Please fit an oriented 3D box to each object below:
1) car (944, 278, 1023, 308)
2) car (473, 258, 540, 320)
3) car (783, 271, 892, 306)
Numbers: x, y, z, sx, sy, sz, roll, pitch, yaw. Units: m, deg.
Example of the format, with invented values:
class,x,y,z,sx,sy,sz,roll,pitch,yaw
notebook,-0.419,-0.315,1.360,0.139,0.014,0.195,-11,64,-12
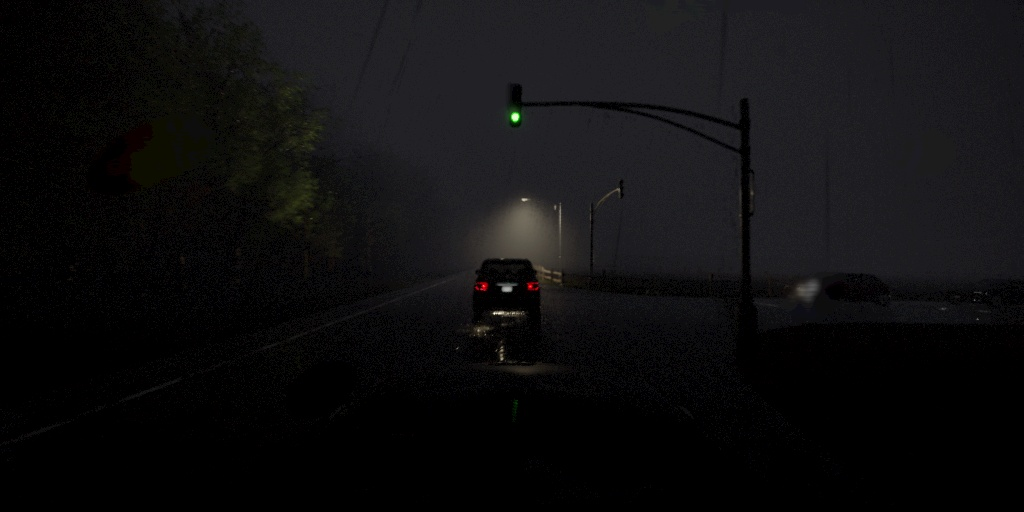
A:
class,x,y,z,sx,sy,sz,roll,pitch,yaw
car,26.526,1.963,19.388,5.008,1.535,1.882,1,-2,-1
car,-0.212,1.104,13.374,2.150,2.045,5.566,0,0,-1
car,17.305,1.670,19.249,4.553,1.767,2.097,1,-2,0
